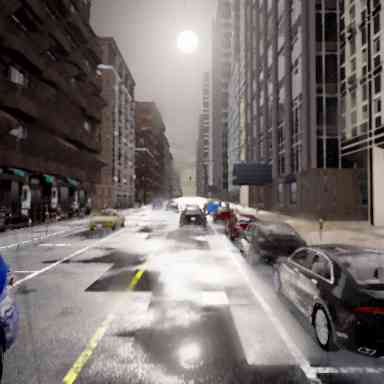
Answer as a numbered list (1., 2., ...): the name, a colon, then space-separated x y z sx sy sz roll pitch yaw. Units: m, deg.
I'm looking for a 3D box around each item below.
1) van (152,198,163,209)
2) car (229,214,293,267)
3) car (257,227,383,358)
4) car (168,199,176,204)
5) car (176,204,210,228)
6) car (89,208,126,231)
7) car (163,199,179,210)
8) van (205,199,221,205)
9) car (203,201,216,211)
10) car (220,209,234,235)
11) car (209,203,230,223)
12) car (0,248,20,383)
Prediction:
1. van: -5.813 1.991 56.978 1.690 1.788 3.998 1 -1 0
2. car: 2.691 1.687 11.745 2.008 1.369 4.403 1 -1 0
3. car: 2.696 1.622 6.094 2.008 1.369 4.403 1 -1 0
4. car: -5.763 2.626 94.890 2.008 1.369 4.403 1 -1 0
5. car: 0.078 1.850 24.913 1.994 1.385 4.181 0 -1 0
6. car: -5.699 1.789 22.872 1.752 1.417 4.829 1 -1 0
7. car: -3.069 2.161 52.315 1.994 1.385 4.181 0 -1 0
8. van: 2.669 1.798 40.001 1.690 1.788 3.998 1 -1 0
9. car: 2.655 2.167 51.299 1.802 1.307 4.206 1 -1 0
10. car: 2.685 1.783 17.395 1.802 1.307 4.206 1 -1 0
11. car: 2.675 1.911 28.697 1.802 1.307 4.206 1 -1 0
12. car: -3.103 1.242 1.675 2.150 2.045 5.566 0 -1 0
